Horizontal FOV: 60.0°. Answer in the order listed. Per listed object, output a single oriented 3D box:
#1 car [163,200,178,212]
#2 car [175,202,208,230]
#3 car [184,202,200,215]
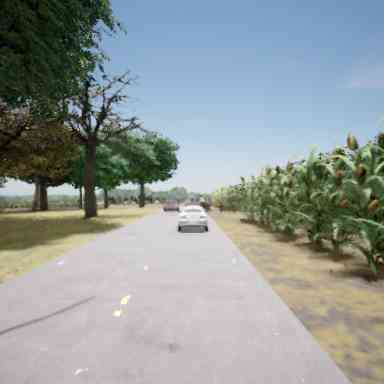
[{"bbox_3d":[-2.850,1.890,46.557,2.097,1.767,4.553,0,-1,0],"label":"car"},{"bbox_3d":[0.053,1.621,21.528,1.812,1.442,4.674,0,0,0],"label":"car"},{"bbox_3d":[0.014,1.899,39.229,1.837,1.490,4.892,0,-1,0],"label":"car"}]
